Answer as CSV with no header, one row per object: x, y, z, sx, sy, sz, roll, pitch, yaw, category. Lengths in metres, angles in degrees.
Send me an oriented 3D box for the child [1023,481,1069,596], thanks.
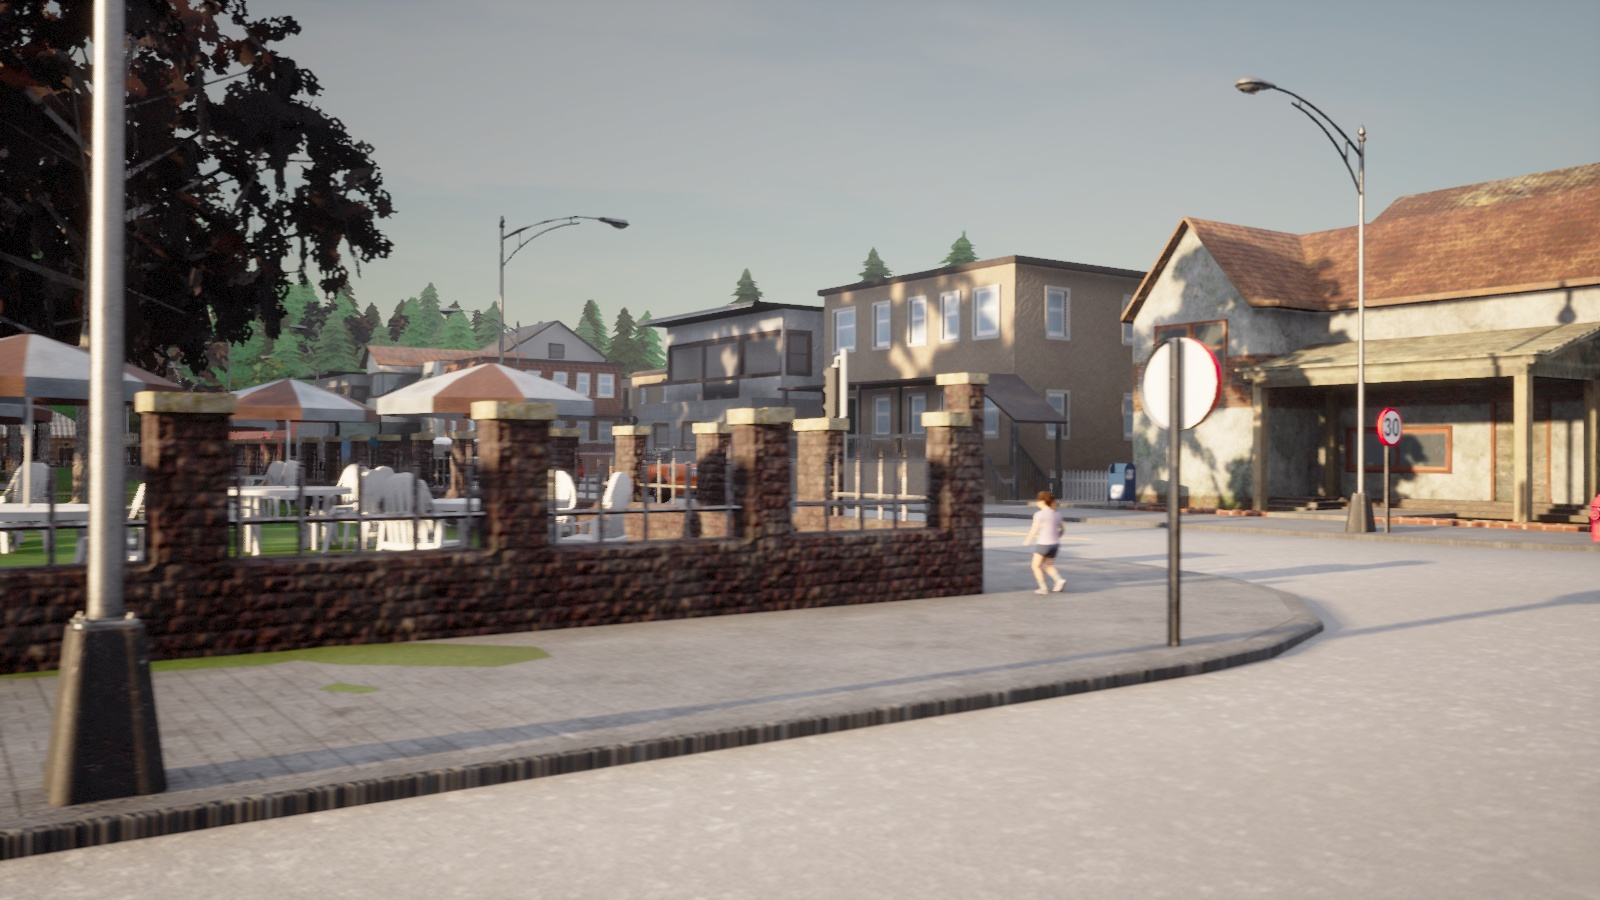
2.458,0.875,12.569,0.255,1.110,0.394,0,0,-31,child

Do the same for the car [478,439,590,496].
-10.146,0.632,47.559,2.150,2.045,5.566,0,0,-35,car

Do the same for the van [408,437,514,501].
-11.523,0.621,42.536,2.069,2.038,4.480,0,0,-35,van

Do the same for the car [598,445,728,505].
-4.343,0.739,39.227,2.097,1.767,4.553,0,0,-35,car

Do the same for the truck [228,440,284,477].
-37.913,0.584,87.425,2.627,2.467,5.204,0,0,-35,truck
